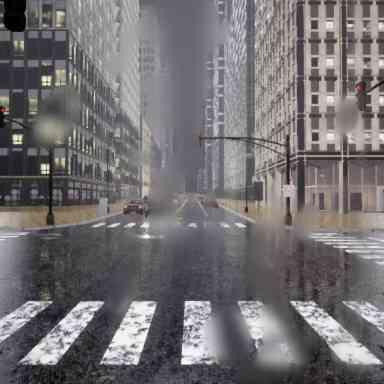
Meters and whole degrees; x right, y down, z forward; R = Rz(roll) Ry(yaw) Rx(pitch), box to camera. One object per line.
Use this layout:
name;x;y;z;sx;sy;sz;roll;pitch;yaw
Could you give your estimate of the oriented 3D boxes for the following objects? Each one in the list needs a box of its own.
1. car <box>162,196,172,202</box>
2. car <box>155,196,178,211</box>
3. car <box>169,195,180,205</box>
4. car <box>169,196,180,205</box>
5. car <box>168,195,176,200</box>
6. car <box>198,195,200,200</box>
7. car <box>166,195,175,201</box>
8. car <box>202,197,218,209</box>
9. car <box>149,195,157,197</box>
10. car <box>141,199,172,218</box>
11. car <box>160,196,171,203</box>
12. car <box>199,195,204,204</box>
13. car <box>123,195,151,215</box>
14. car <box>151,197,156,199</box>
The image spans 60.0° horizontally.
car;-5.749;1.582;78.418;2.008;1.369;4.403;1;0;0
car;-3.132;1.562;39.879;2.033;1.411;5.357;0;0;0
car;-3.137;1.371;49.382;2.097;1.767;4.553;0;0;0
car;-3.103;1.528;59.791;1.837;1.490;4.892;0;0;1
car;-5.766;1.605;95.143;1.947;1.339;4.313;1;0;0
car;2.646;1.590;61.770;1.947;1.339;4.313;1;0;0
car;-5.760;1.587;89.568;2.008;1.369;4.403;1;0;0
car;2.661;1.599;45.037;1.802;1.307;4.206;1;0;0
car;-5.714;1.332;44.967;2.192;1.841;5.009;1;0;0
car;-3.127;1.612;30.313;1.895;1.301;4.718;0;0;0
car;-5.744;1.573;72.843;1.887;1.381;4.507;1;0;0
car;2.652;1.547;56.362;1.752;1.417;4.829;1;0;0
car;-5.706;1.453;33.817;1.967;1.590;4.097;1;0;0
car;-5.714;1.597;39.392;1.802;1.307;4.206;1;0;0
